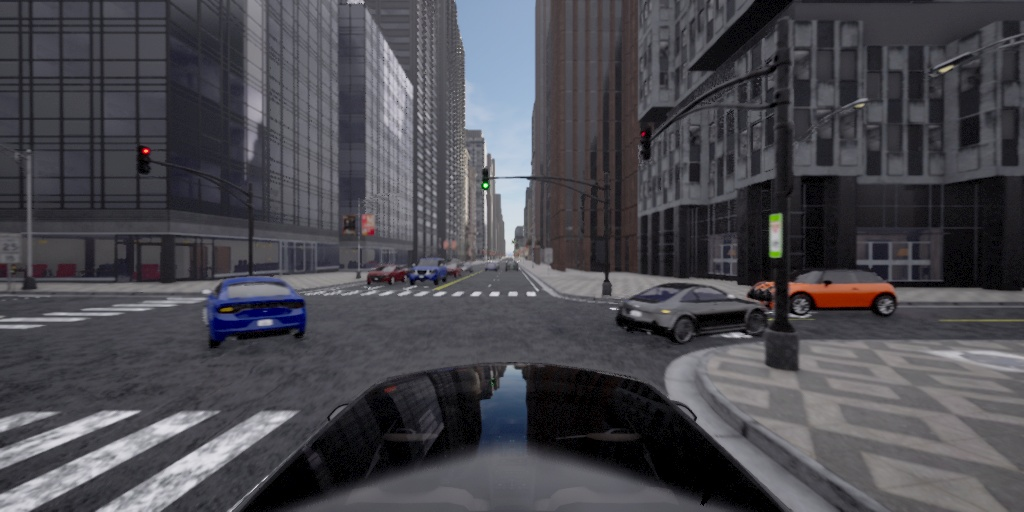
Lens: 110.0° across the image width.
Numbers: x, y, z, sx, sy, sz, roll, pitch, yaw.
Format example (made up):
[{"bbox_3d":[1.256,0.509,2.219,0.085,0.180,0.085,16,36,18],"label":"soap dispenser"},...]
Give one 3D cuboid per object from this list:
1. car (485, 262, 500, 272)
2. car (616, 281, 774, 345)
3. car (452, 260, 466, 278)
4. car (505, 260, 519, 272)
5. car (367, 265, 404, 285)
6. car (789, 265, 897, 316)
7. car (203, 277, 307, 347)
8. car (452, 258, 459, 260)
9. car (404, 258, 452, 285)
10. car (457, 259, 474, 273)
[{"bbox_3d":[-3.293,1.743,57.225,1.994,1.385,4.181,0,0,0],"label":"car"},{"bbox_3d":[4.984,1.439,9.907,4.181,1.385,1.994,0,0,-24],"label":"car"},{"bbox_3d":[-6.615,1.515,38.976,1.882,1.535,5.008,0,0,0],"label":"car"},{"bbox_3d":[-0.043,1.532,57.232,2.097,1.767,4.553,0,0,0],"label":"car"},{"bbox_3d":[-9.866,1.434,28.631,1.882,1.535,5.008,0,0,0],"label":"car"},{"bbox_3d":[11.538,1.236,13.612,4.553,1.767,2.097,0,0,0],"label":"car"},{"bbox_3d":[-7.083,1.302,9.783,1.882,1.535,5.008,1,0,-41],"label":"car"},{"bbox_3d":[-9.815,1.427,60.085,2.150,2.045,5.566,0,-1,0],"label":"car"},{"bbox_3d":[-6.617,1.181,28.983,2.150,2.045,5.566,0,0,0],"label":"car"},{"bbox_3d":[-6.608,1.628,51.787,2.128,1.511,4.902,0,0,-1],"label":"car"}]
